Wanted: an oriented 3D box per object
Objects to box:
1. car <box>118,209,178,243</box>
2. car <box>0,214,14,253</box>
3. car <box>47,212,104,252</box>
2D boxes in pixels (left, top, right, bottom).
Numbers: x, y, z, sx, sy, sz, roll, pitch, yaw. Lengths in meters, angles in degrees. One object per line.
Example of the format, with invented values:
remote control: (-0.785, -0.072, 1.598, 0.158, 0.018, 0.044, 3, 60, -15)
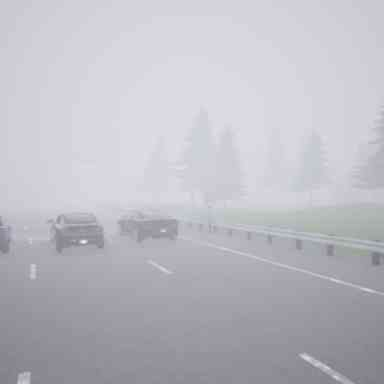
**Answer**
car: (-2.404, 1.589, 17.031, 1.882, 1.535, 5.008, 0, 0, -27)
car: (-8.680, 1.632, 13.932, 1.882, 1.535, 5.008, 0, 0, -27)
car: (-5.202, 1.633, 14.808, 1.837, 1.490, 4.892, 0, 0, -27)
